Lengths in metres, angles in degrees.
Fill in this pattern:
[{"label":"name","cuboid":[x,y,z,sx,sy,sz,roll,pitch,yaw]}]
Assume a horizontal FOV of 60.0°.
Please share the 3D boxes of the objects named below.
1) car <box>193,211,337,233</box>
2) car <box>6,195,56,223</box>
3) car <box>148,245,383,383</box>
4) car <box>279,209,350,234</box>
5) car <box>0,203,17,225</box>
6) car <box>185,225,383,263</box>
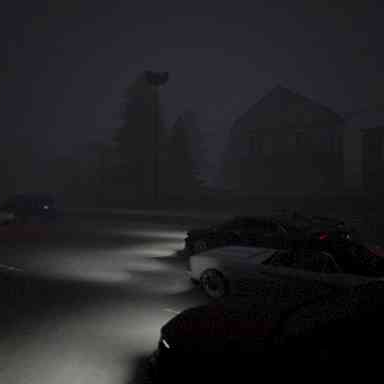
[{"label":"car","cuboid":[1.990,1.506,11.173,4.892,1.490,1.837,0,0,36]},{"label":"car","cuboid":[-12.964,1.226,26.151,5.566,2.045,2.150,0,0,36]},{"label":"car","cuboid":[1.748,1.526,2.746,4.674,1.442,1.812,0,0,36]},{"label":"car","cuboid":[3.969,1.493,14.062,4.902,1.511,2.128,0,0,36]},{"label":"car","cuboid":[-14.309,1.605,22.811,4.718,1.301,1.895,0,0,36]},{"label":"car","cuboid":[2.195,1.601,6.727,4.718,1.301,1.895,0,0,36]}]
